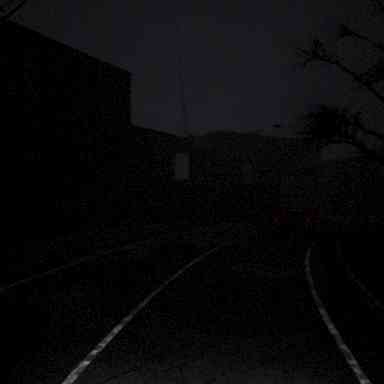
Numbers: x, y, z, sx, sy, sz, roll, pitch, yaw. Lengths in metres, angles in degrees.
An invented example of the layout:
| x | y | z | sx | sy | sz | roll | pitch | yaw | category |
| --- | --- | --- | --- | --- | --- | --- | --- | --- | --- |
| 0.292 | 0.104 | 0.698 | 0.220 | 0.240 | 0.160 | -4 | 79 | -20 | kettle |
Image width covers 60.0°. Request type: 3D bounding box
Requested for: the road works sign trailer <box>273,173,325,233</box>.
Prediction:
| x | y | z | sx | sy | sz | roll | pitch | yaw | category |
| --- | --- | --- | --- | --- | --- | --- | --- | --- | --- |
| 6.878 | 0.619 | 21.470 | 2.380 | 3.560 | 2.880 | 1 | 0 | 39 | road works sign trailer |

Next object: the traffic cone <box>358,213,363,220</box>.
| x | y | z | sx | sy | sz | roll | pitch | yaw | category |
| --- | --- | --- | --- | --- | --- | --- | --- | --- | --- |
| 15.697 | 2.274 | 30.974 | 0.340 | 0.580 | 0.340 | 1 | 0 | 41 | traffic cone |

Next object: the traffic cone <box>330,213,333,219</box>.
| x | y | z | sx | sy | sz | roll | pitch | yaw | category |
| --- | --- | --- | --- | --- | --- | --- | --- | --- | --- |
| 12.876 | 2.214 | 30.780 | 0.340 | 0.580 | 0.340 | 1 | 0 | 41 | traffic cone |

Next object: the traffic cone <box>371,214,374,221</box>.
| x | y | z | sx | sy | sz | roll | pitch | yaw | category |
| --- | --- | --- | --- | --- | --- | --- | --- | --- | --- |
| 16.451 | 2.293 | 30.317 | 0.340 | 0.580 | 0.340 | 2 | 0 | 41 | traffic cone |

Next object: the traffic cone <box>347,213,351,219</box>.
| x | y | z | sx | sy | sz | roll | pitch | yaw | category |
| --- | --- | --- | --- | --- | --- | --- | --- | --- | --- |
| 14.943 | 2.255 | 31.631 | 0.340 | 0.580 | 0.340 | 1 | 0 | 41 | traffic cone |
